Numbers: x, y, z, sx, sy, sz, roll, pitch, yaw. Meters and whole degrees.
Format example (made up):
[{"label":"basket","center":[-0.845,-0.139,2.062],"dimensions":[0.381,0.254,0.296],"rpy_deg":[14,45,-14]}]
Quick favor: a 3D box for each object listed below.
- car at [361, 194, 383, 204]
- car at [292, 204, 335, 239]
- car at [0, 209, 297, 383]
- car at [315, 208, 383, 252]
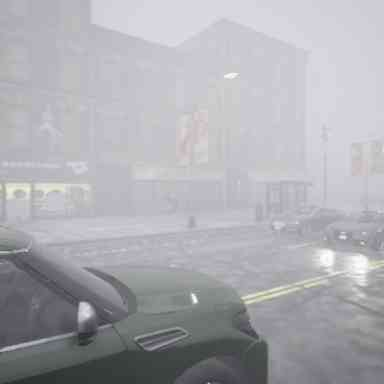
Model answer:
[{"label":"car","center":[28.655,1.142,52.523],"dimensions":[1.837,1.490,4.892],"rpy_deg":[0,1,-2]},{"label":"car","center":[5.970,1.393,16.870],"dimensions":[4.902,1.511,2.128],"rpy_deg":[0,0,-36]},{"label":"car","center":[-1.932,1.222,2.368],"dimensions":[5.566,2.045,2.150],"rpy_deg":[0,0,-35]},{"label":"car","center":[7.181,1.473,13.442],"dimensions":[4.181,1.385,1.994],"rpy_deg":[0,0,-36]}]
